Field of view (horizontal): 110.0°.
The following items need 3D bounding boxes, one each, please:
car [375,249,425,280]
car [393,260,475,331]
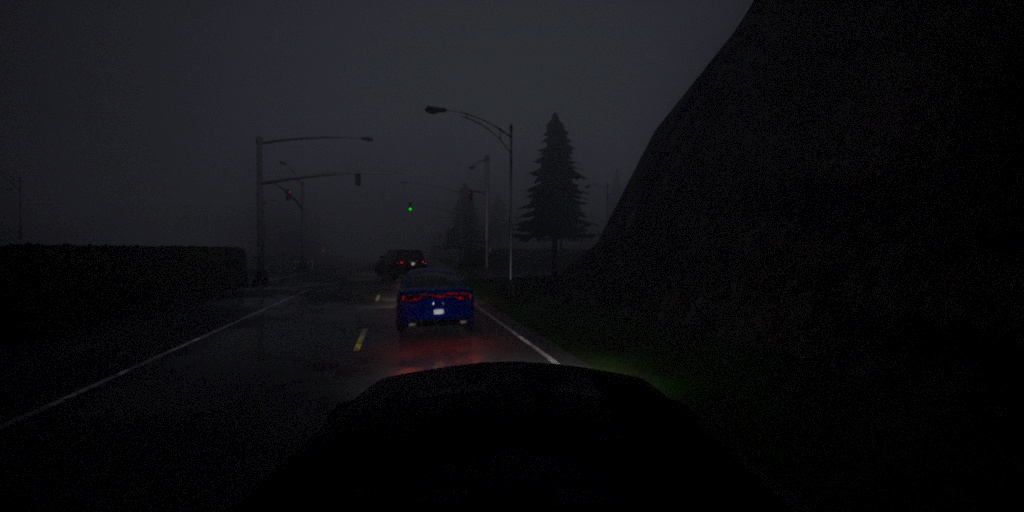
[{"bbox_3d":[-7.950,0.546,25.467,2.150,2.045,5.566,1,1,-35],"label":"car"},{"bbox_3d":[-2.361,1.070,10.541,1.882,1.535,5.008,0,1,-16],"label":"car"}]
